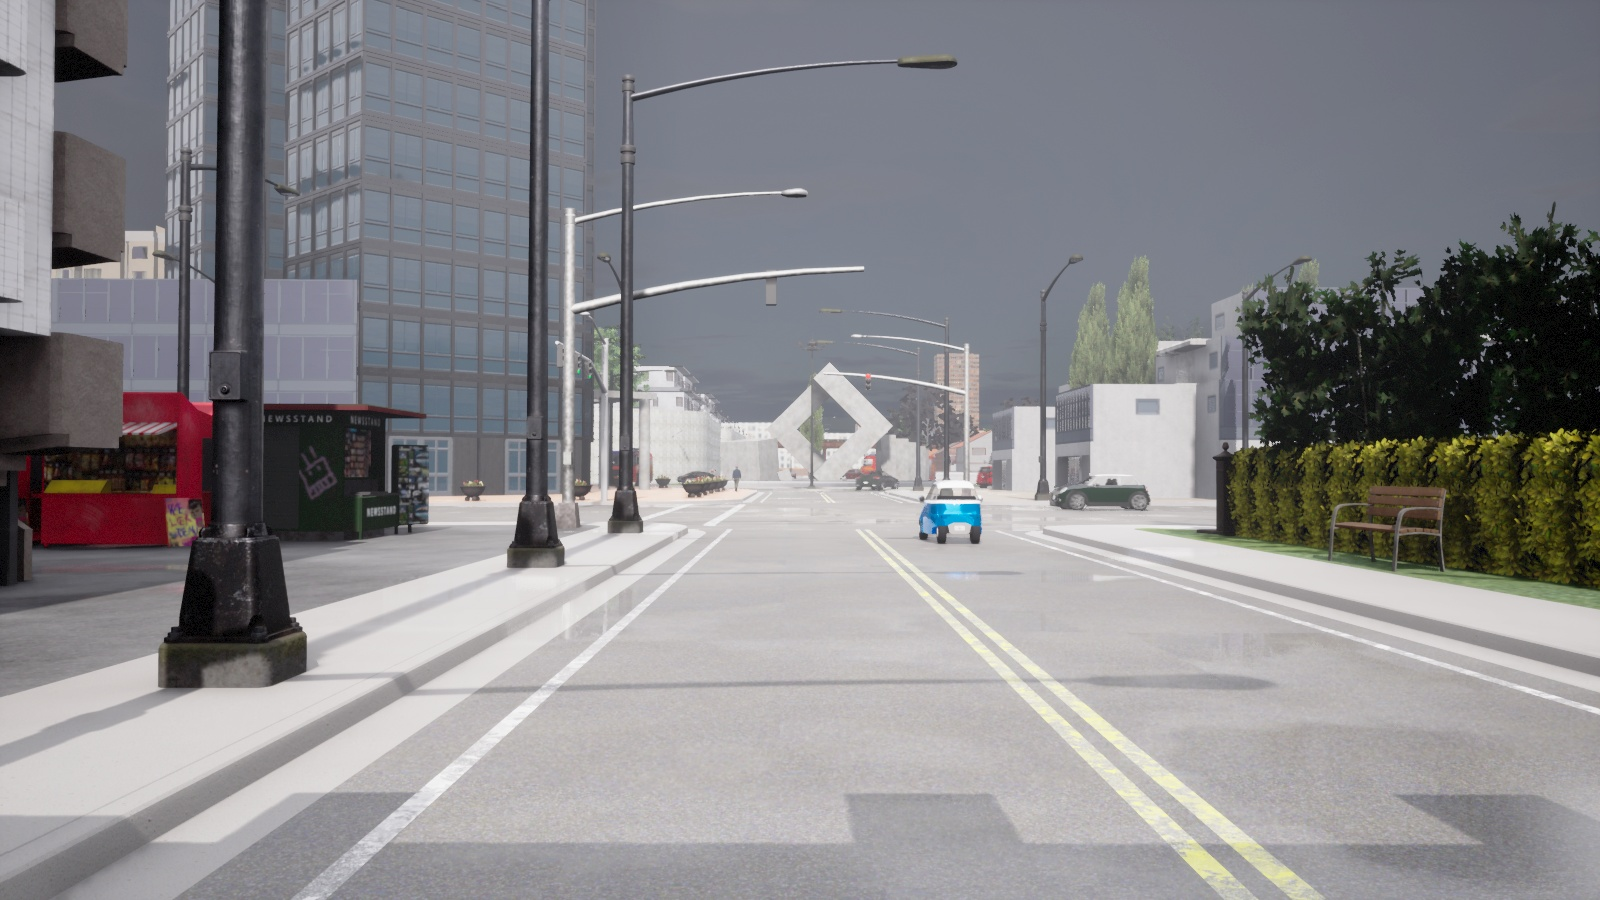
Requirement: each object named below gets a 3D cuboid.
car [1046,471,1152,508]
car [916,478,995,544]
[{"bbox_3d":[12.126,1.587,51.133,3.806,1.475,1.970,0,-1,-1],"label":"car"},{"bbox_3d":[3.429,1.325,27.981,1.481,1.376,2.207,0,-1,0],"label":"car"}]
